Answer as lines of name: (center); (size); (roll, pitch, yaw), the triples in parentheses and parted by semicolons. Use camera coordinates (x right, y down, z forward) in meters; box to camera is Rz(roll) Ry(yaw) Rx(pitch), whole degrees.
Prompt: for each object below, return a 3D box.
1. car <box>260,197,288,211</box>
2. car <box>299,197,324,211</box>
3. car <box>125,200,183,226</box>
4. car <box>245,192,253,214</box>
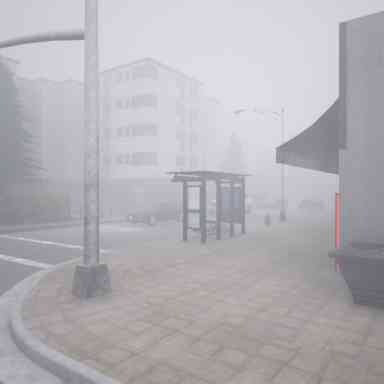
car: (9.530, 1.301, 38.553); (1.882, 1.535, 5.008); (0, 0, 36)
car: (13.761, 1.329, 38.183); (1.837, 1.490, 4.892); (0, 0, 36)
car: (-2.296, 1.328, 22.154); (1.837, 1.490, 4.892); (0, 0, 36)
car: (3.589, 1.045, 30.337); (2.150, 2.045, 5.566); (0, 0, 36)
